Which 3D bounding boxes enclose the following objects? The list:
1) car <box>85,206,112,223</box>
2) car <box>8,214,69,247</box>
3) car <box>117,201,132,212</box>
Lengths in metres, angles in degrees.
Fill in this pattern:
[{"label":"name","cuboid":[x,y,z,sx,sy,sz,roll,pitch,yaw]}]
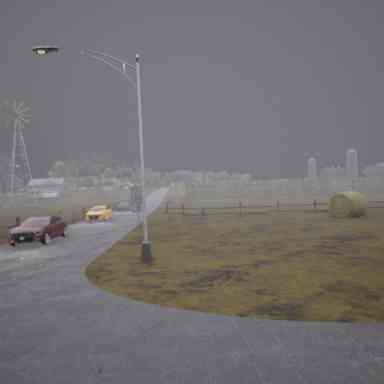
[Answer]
[{"label":"car","cuboid":[-9.593,2.213,34.458,1.882,1.535,5.008,-3,0,-3]},{"label":"car","cuboid":[-8.802,2.125,19.447,1.882,1.535,5.008,-3,-1,-3]},{"label":"car","cuboid":[-10.421,2.225,51.625,1.837,1.490,4.892,-3,0,-3]}]
